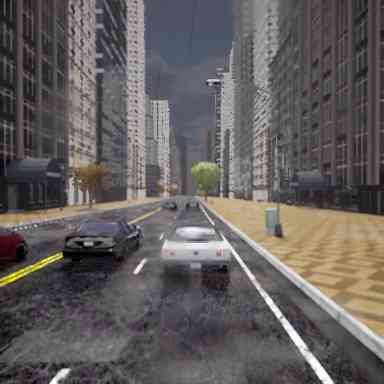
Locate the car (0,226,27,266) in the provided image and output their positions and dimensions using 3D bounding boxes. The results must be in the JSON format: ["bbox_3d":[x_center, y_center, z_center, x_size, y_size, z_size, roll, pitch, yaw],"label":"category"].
[{"bbox_3d":[-6.595,1.639,9.637,1.994,1.385,4.181,0,0,0],"label":"car"}]

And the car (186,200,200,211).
[{"bbox_3d":[0.111,1.860,47.784,2.128,1.511,4.902,0,-1,0],"label":"car"}]

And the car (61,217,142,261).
[{"bbox_3d":[-3.147,1.646,12.635,2.033,1.411,5.357,0,0,0],"label":"car"}]

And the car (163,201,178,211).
[{"bbox_3d":[-3.139,1.935,48.074,1.994,1.385,4.181,0,0,0],"label":"car"}]

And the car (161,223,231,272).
[{"bbox_3d":[0.103,1.687,11.083,1.895,1.301,4.718,0,0,0],"label":"car"}]
